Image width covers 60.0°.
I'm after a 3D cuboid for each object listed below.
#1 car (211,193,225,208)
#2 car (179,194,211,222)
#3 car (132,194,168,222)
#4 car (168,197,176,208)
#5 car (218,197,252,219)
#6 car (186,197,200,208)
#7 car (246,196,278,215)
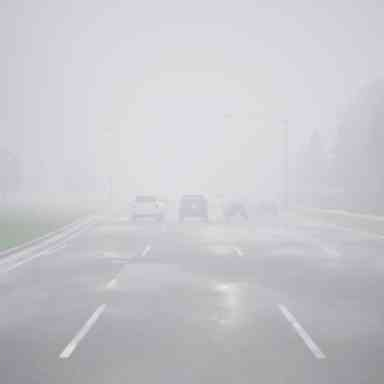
[{"bbox_3d":[3.623,1.182,47.362,2.150,2.045,5.566,0,-1,0],"label":"car"},{"bbox_3d":[0.116,1.201,26.545,2.150,2.045,5.566,0,0,0],"label":"car"},{"bbox_3d":[-3.383,1.201,26.569,2.150,2.045,5.566,0,0,0],"label":"car"},{"bbox_3d":[-3.378,1.490,47.582,1.812,1.442,4.674,0,0,0],"label":"car"},{"bbox_3d":[3.618,1.483,28.561,1.837,1.490,4.892,0,0,0],"label":"car"},{"bbox_3d":[0.121,1.465,47.111,1.837,1.490,4.892,0,-1,0],"label":"car"},{"bbox_3d":[7.026,1.327,32.989,2.097,1.767,4.553,0,0,0],"label":"car"}]
